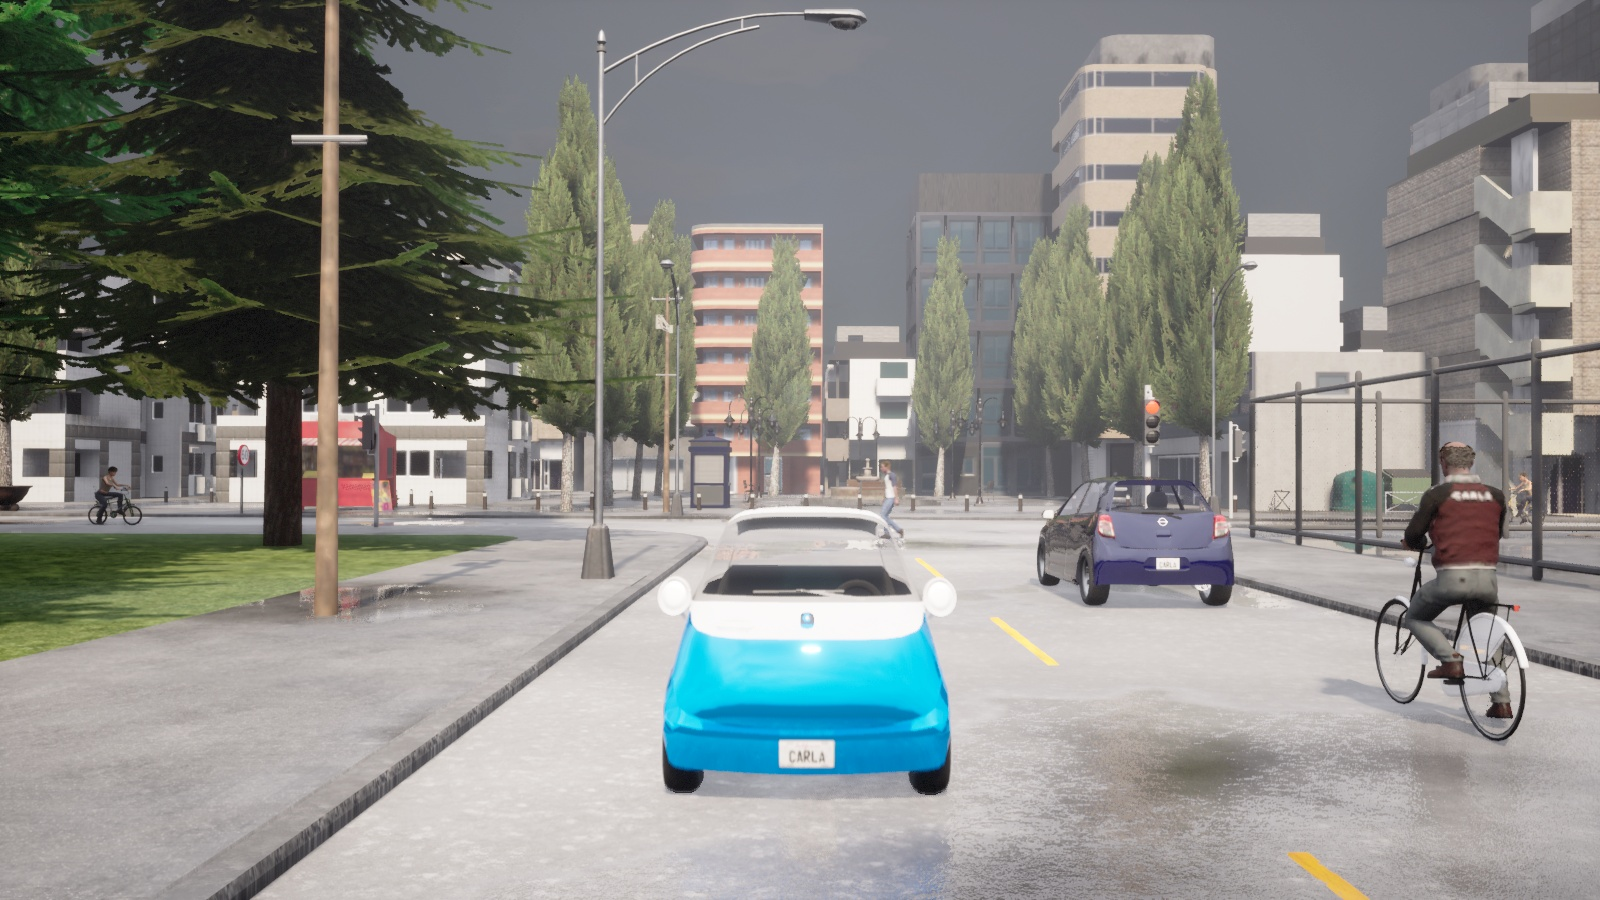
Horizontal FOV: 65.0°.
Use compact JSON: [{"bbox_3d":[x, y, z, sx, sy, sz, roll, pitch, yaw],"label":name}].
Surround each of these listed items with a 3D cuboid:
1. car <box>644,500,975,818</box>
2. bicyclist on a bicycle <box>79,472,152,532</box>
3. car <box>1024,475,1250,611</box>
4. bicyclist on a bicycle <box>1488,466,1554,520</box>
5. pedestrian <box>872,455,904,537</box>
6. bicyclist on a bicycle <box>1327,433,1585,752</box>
[{"bbox_3d":[0.044,0.983,6.752,1.481,1.376,2.207,0,-1,0],"label":"car"},{"bbox_3d":[-18.738,1.402,34.391,1.509,1.612,0.866,0,-1,1],"label":"bicyclist on a bicycle"},{"bbox_3d":[4.115,1.079,15.929,1.845,1.501,3.633,0,-1,-1],"label":"car"},{"bbox_3d":[21.947,1.304,38.248,1.509,1.612,0.866,0,-1,0],"label":"bicyclist on a bicycle"},{"bbox_3d":[1.986,1.040,28.391,0.706,1.836,0.354,0,-1,0],"label":"pedestrian"},{"bbox_3d":[4.050,0.802,7.934,0.659,1.776,1.843,0,-1,0],"label":"bicyclist on a bicycle"}]
